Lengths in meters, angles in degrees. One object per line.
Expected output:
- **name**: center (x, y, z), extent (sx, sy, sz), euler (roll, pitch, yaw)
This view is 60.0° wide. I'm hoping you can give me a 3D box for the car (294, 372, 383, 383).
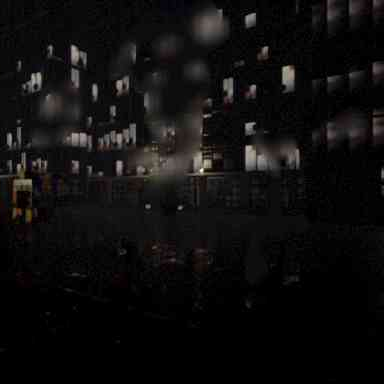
- **car**: center (2.270, 1.583, 1.240), extent (4.206, 1.307, 1.802), euler (0, 0, 36)
